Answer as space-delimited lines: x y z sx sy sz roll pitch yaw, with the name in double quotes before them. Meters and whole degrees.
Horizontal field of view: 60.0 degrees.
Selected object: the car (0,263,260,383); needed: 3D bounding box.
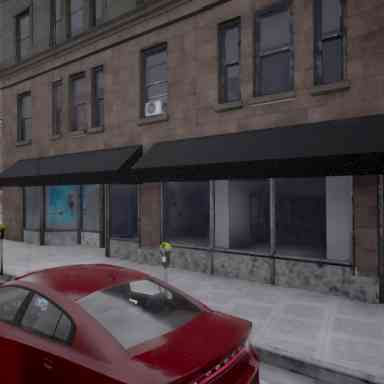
"car" -1.461 1.545 3.908 4.507 1.381 1.887 0 0 36
